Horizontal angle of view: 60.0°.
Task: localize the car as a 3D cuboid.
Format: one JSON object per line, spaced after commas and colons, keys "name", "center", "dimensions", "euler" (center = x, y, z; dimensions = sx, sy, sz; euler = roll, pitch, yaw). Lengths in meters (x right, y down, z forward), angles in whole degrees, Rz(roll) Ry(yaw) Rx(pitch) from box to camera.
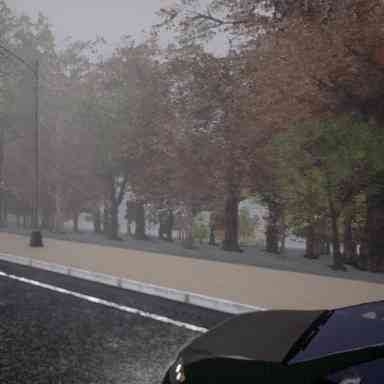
{"name": "car", "center": [1.755, 1.563, 2.435], "dimensions": [4.181, 1.385, 1.994], "euler": [0, 0, 36]}
